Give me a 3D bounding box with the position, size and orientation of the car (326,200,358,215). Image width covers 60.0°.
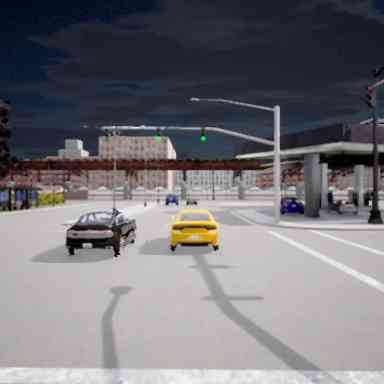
[{"bbox_3d":[15.451,1.536,34.514,1.970,1.475,3.806,0,0,0],"label":"car"}]

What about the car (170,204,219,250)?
[{"bbox_3d":[0.099,1.512,14.622,1.882,1.535,5.008,0,0,0],"label":"car"}]

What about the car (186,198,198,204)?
[{"bbox_3d":[-0.007,1.699,58.425,1.994,1.385,4.181,0,0,0],"label":"car"}]

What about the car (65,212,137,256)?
[{"bbox_3d":[-3.401,1.522,13.236,2.128,1.511,4.902,0,0,0],"label":"car"}]

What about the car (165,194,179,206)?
[{"bbox_3d":[-3.507,1.358,59.025,2.150,2.045,5.566,0,0,0],"label":"car"}]

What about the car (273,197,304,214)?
[{"bbox_3d":[9.706,1.374,33.751,2.242,1.667,4.611,0,0,0],"label":"car"}]
